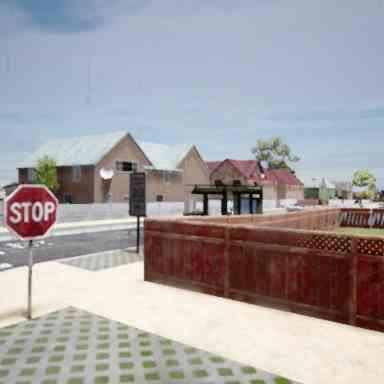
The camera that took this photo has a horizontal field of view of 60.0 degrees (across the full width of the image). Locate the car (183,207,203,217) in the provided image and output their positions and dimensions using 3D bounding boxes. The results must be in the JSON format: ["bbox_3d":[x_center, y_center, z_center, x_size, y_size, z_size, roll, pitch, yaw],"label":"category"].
[{"bbox_3d":[1.228,1.877,26.785,1.895,1.301,4.718,1,0,36],"label":"car"}]

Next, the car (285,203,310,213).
[{"bbox_3d":[14.296,2.205,44.964,1.895,1.301,4.718,1,0,36],"label":"car"}]
